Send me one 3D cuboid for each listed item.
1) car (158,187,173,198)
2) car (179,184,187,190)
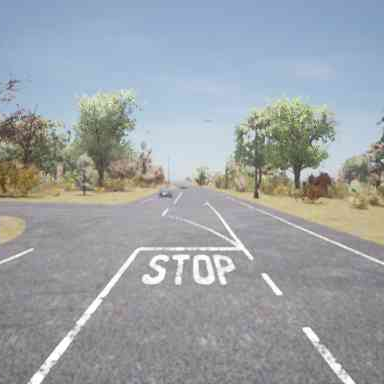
[{"bbox_3d":[-3.669,0.039,46.563,2.128,1.511,4.902,0,2,0],"label":"car"},{"bbox_3d":[-2.535,-1.451,94.006,1.882,1.535,5.008,0,2,6],"label":"car"}]
